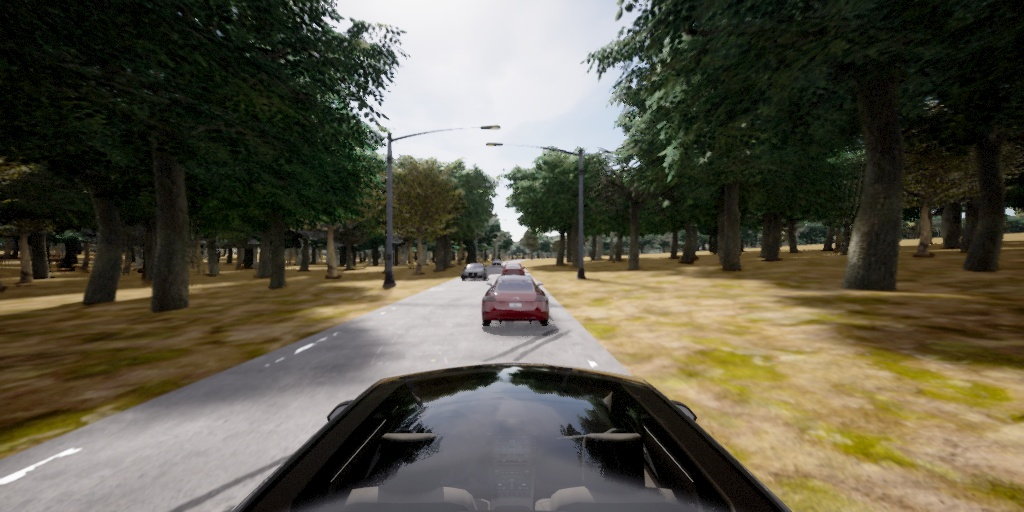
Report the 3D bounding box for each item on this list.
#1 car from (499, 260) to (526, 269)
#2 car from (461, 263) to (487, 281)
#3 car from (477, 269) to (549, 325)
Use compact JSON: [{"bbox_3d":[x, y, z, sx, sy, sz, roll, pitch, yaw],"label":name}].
[{"bbox_3d":[0.108,1.276,28.876,1.812,1.442,4.674,0,0,0],"label":"car"},{"bbox_3d":[-3.087,1.315,30.244,1.994,1.385,4.181,0,0,0],"label":"car"},{"bbox_3d":[0.098,1.311,11.822,1.994,1.385,4.181,0,0,0],"label":"car"}]
